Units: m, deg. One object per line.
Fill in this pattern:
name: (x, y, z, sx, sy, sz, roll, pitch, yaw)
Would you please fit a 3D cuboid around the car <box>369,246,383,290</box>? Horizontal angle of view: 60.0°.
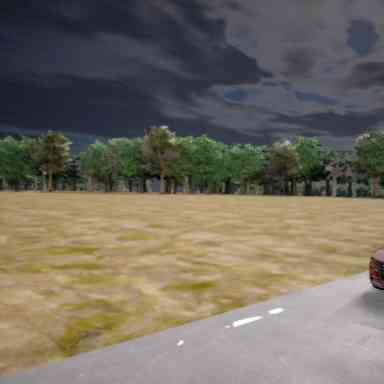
car: (6.153, 1.484, 8.019, 5.008, 1.535, 1.882, 0, 0, -37)
